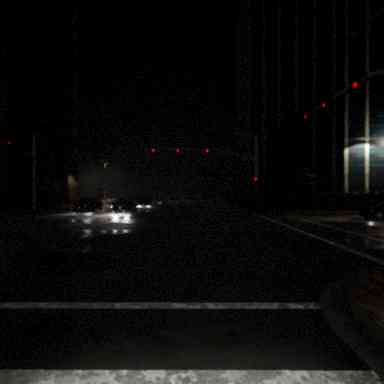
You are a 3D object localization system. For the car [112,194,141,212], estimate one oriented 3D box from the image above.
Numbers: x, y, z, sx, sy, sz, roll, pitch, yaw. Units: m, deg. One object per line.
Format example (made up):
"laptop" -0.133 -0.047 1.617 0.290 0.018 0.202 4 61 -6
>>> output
"car" -7.087 1.273 35.266 2.128 1.511 4.902 0 0 0

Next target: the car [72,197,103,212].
"car" -10.934 1.287 35.148 1.837 1.490 4.892 0 0 5

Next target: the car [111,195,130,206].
"car" -10.572 1.218 49.705 1.812 1.442 4.674 0 0 0

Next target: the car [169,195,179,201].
"car" -3.496 1.189 66.729 1.895 1.301 4.718 0 0 0

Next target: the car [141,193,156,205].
"car" -7.072 1.255 49.894 1.994 1.385 4.181 0 0 0

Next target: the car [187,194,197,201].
"car" 0.004 1.117 66.159 1.812 1.442 4.674 0 0 0

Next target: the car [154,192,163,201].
"car" -6.996 0.751 66.310 2.097 1.767 4.553 0 0 0

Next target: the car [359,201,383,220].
"car" 15.482 1.320 25.515 5.008 1.535 1.882 0 0 -1

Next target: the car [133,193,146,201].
"car" -10.496 1.033 66.282 1.812 1.442 4.674 0 0 0
